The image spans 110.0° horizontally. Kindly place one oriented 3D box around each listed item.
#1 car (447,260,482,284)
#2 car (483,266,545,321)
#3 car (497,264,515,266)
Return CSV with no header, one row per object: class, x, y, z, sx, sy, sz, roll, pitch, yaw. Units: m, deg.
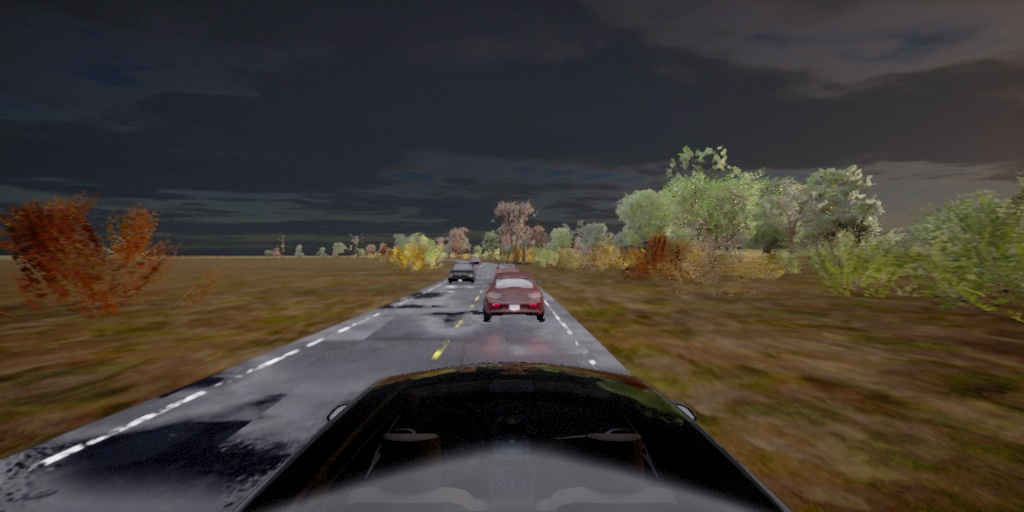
car,-3.520,1.232,26.389,2.033,1.411,5.357,0,0,-2
car,0.042,1.247,12.163,1.812,1.442,4.674,0,0,-1
car,-0.495,1.276,29.917,1.895,1.301,4.718,0,0,-2
